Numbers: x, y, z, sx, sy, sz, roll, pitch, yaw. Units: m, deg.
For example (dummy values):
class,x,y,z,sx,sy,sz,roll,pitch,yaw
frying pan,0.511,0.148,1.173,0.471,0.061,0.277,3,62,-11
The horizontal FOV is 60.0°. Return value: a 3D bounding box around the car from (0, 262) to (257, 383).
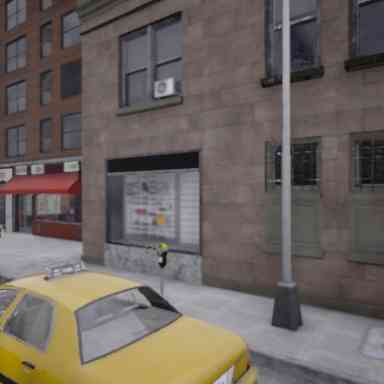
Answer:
class,x,y,z,sx,sy,sz,roll,pitch,yaw
car,-1.671,1.532,4.004,4.829,1.417,1.752,0,0,36
